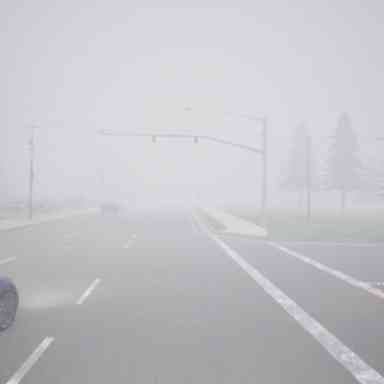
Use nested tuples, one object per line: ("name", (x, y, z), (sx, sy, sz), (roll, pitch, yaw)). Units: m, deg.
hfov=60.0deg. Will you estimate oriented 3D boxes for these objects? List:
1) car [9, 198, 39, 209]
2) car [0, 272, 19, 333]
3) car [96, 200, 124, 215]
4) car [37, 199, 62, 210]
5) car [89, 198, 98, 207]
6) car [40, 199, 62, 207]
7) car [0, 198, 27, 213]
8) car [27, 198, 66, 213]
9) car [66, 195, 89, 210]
("car", (-24.361, 1.649, 48.425), (1.882, 1.535, 5.008), (1, -1, -1))
("car", (-3.781, 1.509, 3.803), (1.812, 1.442, 4.674), (1, 0, -4))
("car", (-8.971, 1.803, 37.617), (1.837, 1.490, 4.892), (1, -1, -2))
("car", (-20.875, 1.800, 48.937), (1.994, 1.385, 4.181), (1, -1, -1))
("car", (-17.635, 1.885, 58.939), (1.882, 1.535, 5.008), (1, -1, -1))
("car", (-24.623, 1.886, 58.336), (1.895, 1.301, 4.718), (1, -1, -1))
("car", (-20.633, 1.678, 39.732), (2.033, 1.411, 5.357), (1, -1, -1))
("car", (-17.119, 1.536, 39.316), (2.097, 1.767, 4.553), (1, -1, -1))
("car", (-17.360, 1.512, 48.625), (2.150, 2.045, 5.566), (1, -1, -1))
